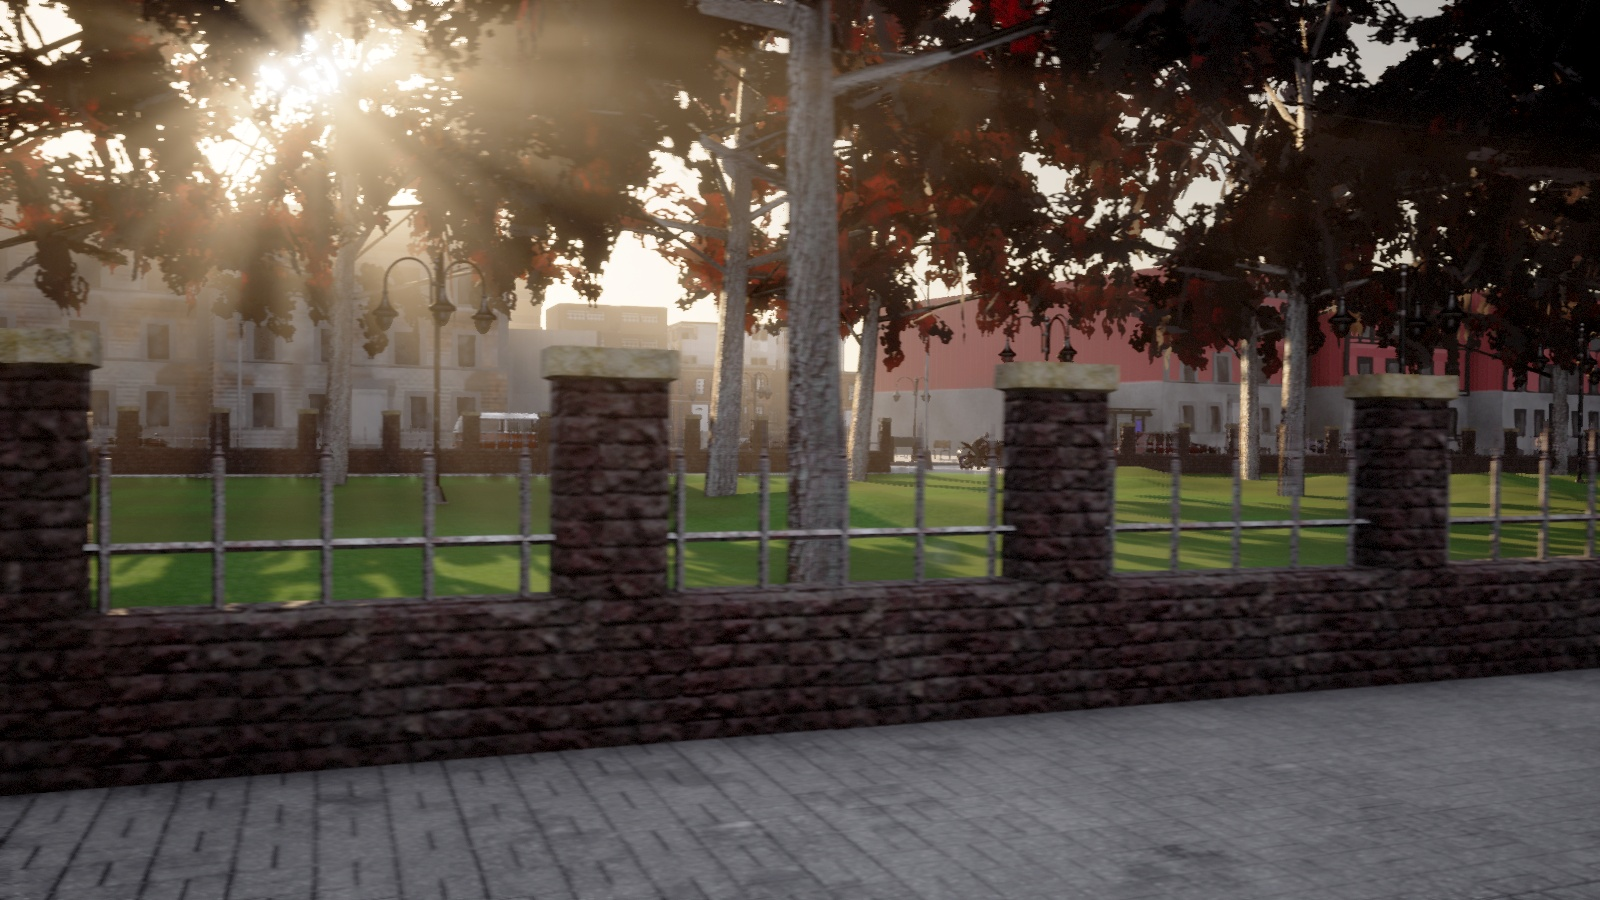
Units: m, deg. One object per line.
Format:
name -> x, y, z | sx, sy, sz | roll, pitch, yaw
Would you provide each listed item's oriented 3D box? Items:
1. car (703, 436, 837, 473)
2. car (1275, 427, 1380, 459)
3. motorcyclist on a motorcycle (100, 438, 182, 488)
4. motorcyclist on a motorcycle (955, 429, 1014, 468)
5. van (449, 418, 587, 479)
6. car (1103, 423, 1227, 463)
car -> -1.142, 0.138, 47.509 | 4.718, 1.301, 1.895 | -1, 1, -21
car -> 23.962, -0.325, 57.048 | 4.181, 1.385, 1.994 | -1, 1, -20
motorcyclist on a motorcycle -> -20.937, 0.409, 39.968 | 2.191, 1.530, 0.866 | -1, 1, -21
motorcyclist on a motorcycle -> 7.447, -0.074, 50.769 | 2.191, 1.530, 0.866 | -1, 1, -21
van -> -9.926, -0.090, 44.161 | 4.480, 2.038, 2.069 | -1, 1, -21
car -> 15.654, -0.318, 53.884 | 4.856, 1.649, 2.033 | -1, 1, -21
